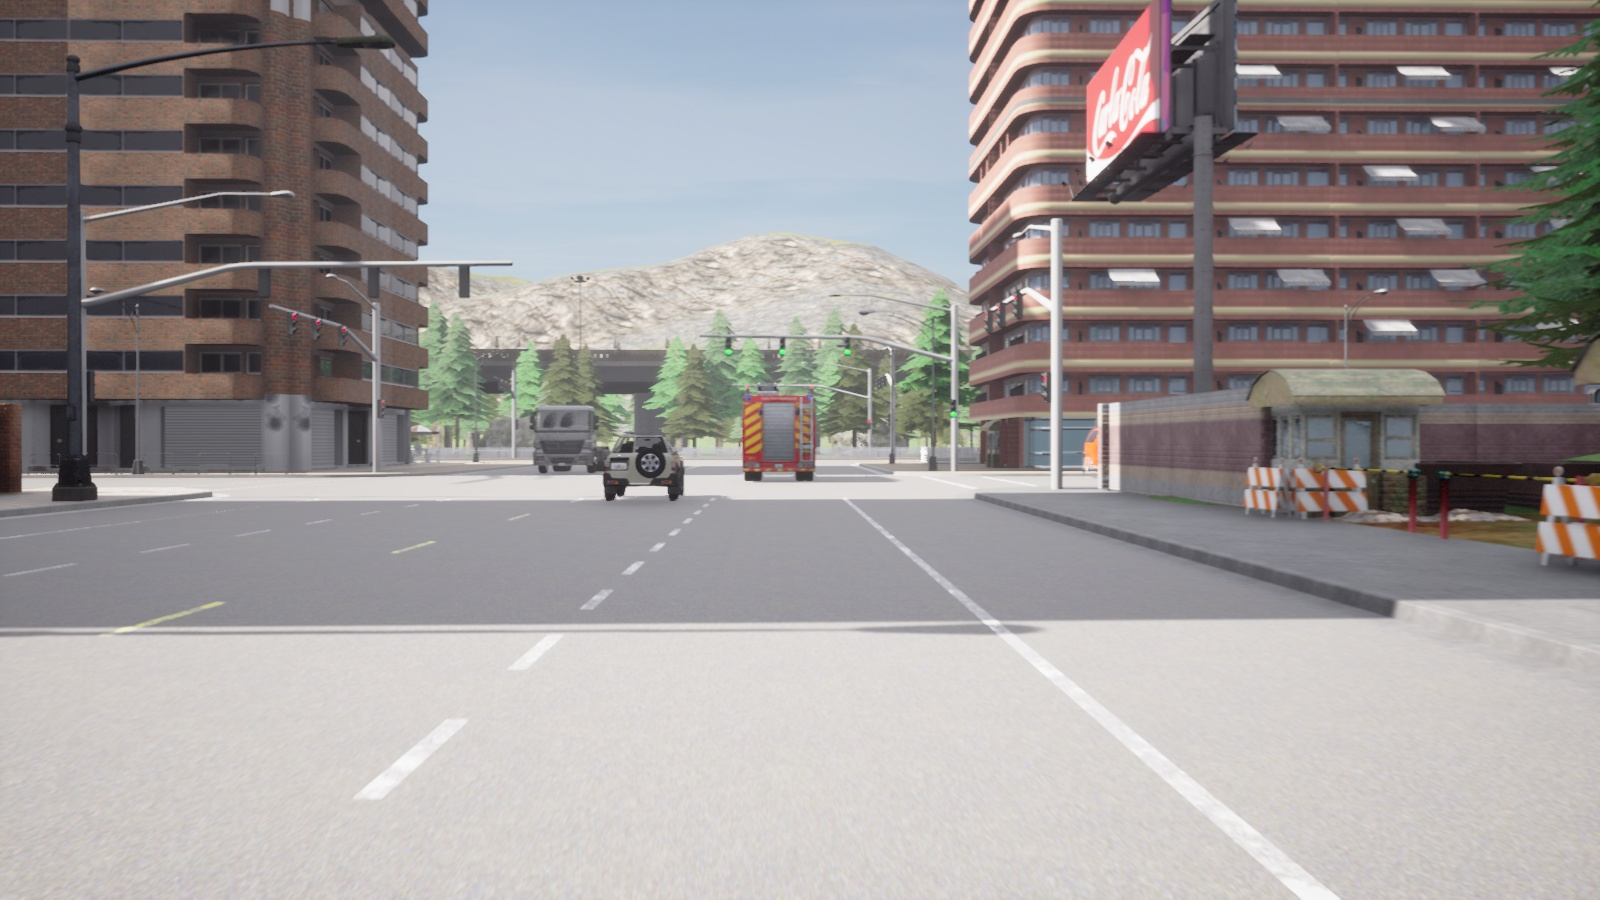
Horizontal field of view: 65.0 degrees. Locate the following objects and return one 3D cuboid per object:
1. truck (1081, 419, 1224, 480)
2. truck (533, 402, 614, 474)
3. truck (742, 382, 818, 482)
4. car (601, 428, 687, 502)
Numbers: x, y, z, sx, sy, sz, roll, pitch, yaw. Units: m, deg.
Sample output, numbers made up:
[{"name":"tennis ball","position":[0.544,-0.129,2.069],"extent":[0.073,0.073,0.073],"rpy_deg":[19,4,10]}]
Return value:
[{"name":"truck","position":[14.596,-0.029,52.297],"extent":[5.204,2.467,2.627],"rpy_deg":[0,0,-1]},{"name":"truck","position":[-11.549,-0.606,64.727],"extent":[2.891,3.462,7.936],"rpy_deg":[0,0,-1]},{"name":"truck","position":[-0.844,-0.714,52.370],"extent":[2.891,3.827,8.468],"rpy_deg":[0,0,-1]},{"name":"car","position":[-4.113,0.371,33.754],"extent":[1.932,1.855,4.605],"rpy_deg":[0,0,-3]}]
